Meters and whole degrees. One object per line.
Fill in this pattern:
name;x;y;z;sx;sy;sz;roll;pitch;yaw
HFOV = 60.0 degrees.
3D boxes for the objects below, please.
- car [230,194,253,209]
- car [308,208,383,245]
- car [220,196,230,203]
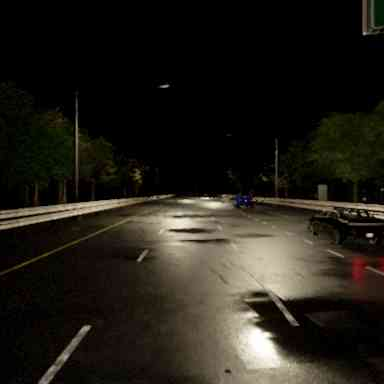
car;7.020;1.239;45.963;2.150;2.045;5.566;0;0;0
car;7.007;1.496;15.534;2.128;1.511;4.902;0;0;0
car;7.040;1.564;70.013;1.812;1.442;4.674;0;0;0
